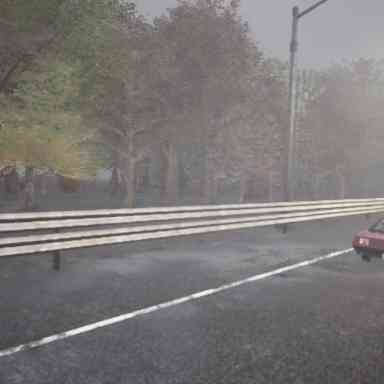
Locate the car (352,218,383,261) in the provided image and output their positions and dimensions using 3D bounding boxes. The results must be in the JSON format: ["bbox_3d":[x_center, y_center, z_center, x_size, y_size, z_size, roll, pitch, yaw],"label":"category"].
[{"bbox_3d":[6.810,1.436,10.303,4.718,1.301,1.895,0,3,-43],"label":"car"}]
